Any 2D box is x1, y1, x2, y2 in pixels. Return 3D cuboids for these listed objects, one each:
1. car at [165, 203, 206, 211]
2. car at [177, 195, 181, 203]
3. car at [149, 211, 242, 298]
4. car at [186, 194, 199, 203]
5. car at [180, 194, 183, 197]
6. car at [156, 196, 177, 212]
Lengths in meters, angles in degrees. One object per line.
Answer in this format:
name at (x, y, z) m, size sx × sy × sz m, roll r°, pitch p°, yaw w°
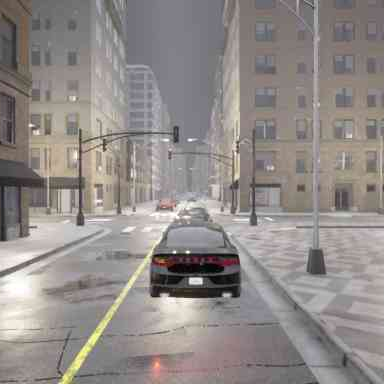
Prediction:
car at (0.088, 1.546, 18.366) m, size 2.033 × 1.411 × 5.357 m, roll 0°, pitch 0°, yaw 6°
car at (-3.121, 1.544, 49.468) m, size 2.033 × 1.411 × 5.357 m, roll 0°, pitch 0°, yaw 0°
car at (0.066, 1.477, 8.556) m, size 1.882 × 1.535 × 5.008 m, roll 0°, pitch 0°, yaw 0°
car at (-0.007, 1.597, 70.776) m, size 1.895 × 1.301 × 4.718 m, roll 0°, pitch 0°, yaw 0°
car at (-3.134, 1.502, 59.642) m, size 1.837 × 1.490 × 4.892 m, roll 0°, pitch 0°, yaw 0°
car at (-3.142, 1.475, 39.736) m, size 1.882 × 1.535 × 5.008 m, roll 0°, pitch 0°, yaw -1°
